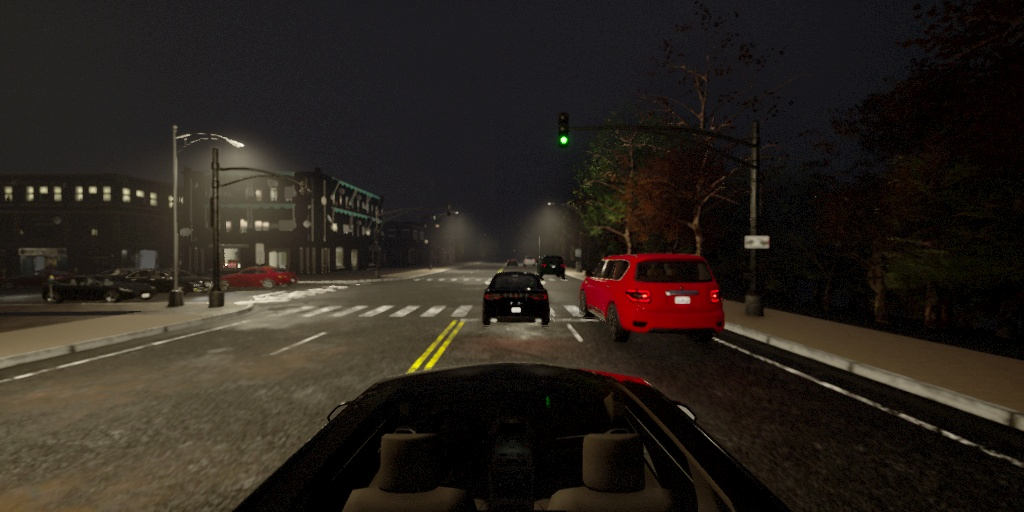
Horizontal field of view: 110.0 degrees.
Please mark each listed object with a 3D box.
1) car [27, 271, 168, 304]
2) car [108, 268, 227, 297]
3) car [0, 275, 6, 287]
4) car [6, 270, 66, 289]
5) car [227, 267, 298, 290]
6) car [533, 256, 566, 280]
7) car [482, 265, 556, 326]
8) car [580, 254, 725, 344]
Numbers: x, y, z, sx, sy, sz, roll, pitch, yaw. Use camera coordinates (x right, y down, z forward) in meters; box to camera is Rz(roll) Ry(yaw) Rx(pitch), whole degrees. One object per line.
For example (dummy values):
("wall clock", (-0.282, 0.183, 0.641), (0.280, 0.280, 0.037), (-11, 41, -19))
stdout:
("car", (-19.933, 1.571, 17.397), (4.313, 1.339, 1.948), (0, 0, 0))
("car", (-19.324, 1.477, 20.078), (4.892, 1.490, 1.837), (-1, 1, -2))
("car", (-32.396, 1.600, 20.132), (5.008, 1.535, 1.882), (0, 1, 0))
("car", (-33.793, 1.664, 25.930), (4.207, 1.307, 1.802), (0, 0, 0))
("car", (-16.469, 1.437, 23.263), (4.674, 1.442, 1.812), (-1, 0, 1))
("car", (3.379, 0.976, 31.809), (2.150, 2.045, 5.566), (0, 0, 0))
("car", (0.110, 1.230, 11.644), (1.882, 1.535, 5.008), (0, 0, 0))
("car", (3.361, 0.973, 9.764), (2.150, 2.045, 5.566), (0, 0, 0))
